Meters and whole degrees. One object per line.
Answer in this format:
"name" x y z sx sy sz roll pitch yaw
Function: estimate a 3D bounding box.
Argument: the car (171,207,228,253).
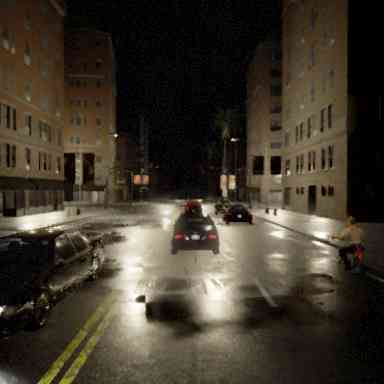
"car" 0.115 1.587 13.794 2.033 1.411 5.357 0 0 0

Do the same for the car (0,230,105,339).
"car" -3.345 1.564 7.146 2.033 1.411 5.357 0 0 0

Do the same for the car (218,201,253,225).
"car" 3.337 1.645 25.100 1.994 1.385 4.181 0 0 1

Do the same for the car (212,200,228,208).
"car" 3.289 1.622 35.095 1.837 1.490 4.892 0 0 0

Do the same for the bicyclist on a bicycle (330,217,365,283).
"bicyclist on a bicycle" 4.177 1.462 8.812 0.866 1.612 1.509 0 0 0

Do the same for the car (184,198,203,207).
"car" 0.138 1.638 34.314 1.812 1.442 4.674 0 0 0
